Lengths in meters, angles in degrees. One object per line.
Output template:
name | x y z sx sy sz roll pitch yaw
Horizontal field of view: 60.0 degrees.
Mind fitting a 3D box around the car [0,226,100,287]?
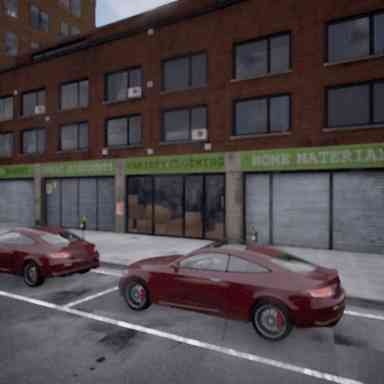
car | -4.366 1.570 9.015 4.206 1.307 1.802 0 0 30

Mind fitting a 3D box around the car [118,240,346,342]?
car | 0.555 1.577 6.217 4.206 1.307 1.802 0 0 30
